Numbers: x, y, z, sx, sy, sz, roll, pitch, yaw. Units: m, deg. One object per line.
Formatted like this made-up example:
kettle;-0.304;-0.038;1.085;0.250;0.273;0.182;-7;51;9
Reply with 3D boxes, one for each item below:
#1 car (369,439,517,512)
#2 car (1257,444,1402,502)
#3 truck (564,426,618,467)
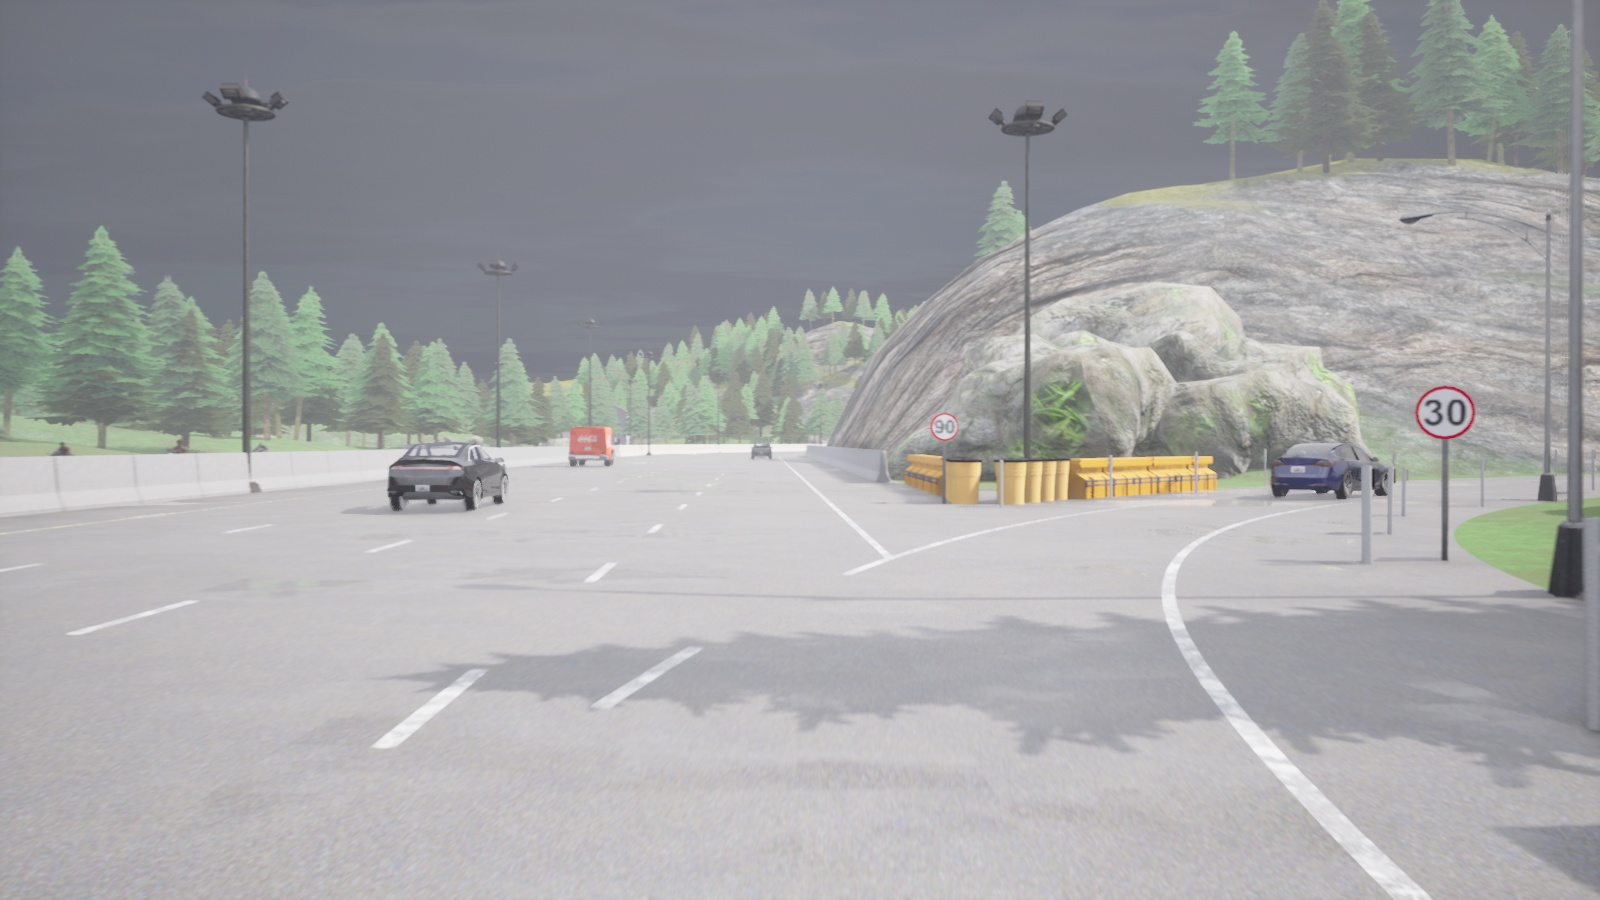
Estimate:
car;-8.011;0.516;28.716;2.128;1.511;4.902;0;1;-2
car;14.656;0.570;34.637;2.163;1.488;4.792;0;0;43
truck;-13.065;-0.234;78.787;2.627;2.467;5.204;0;1;-2
